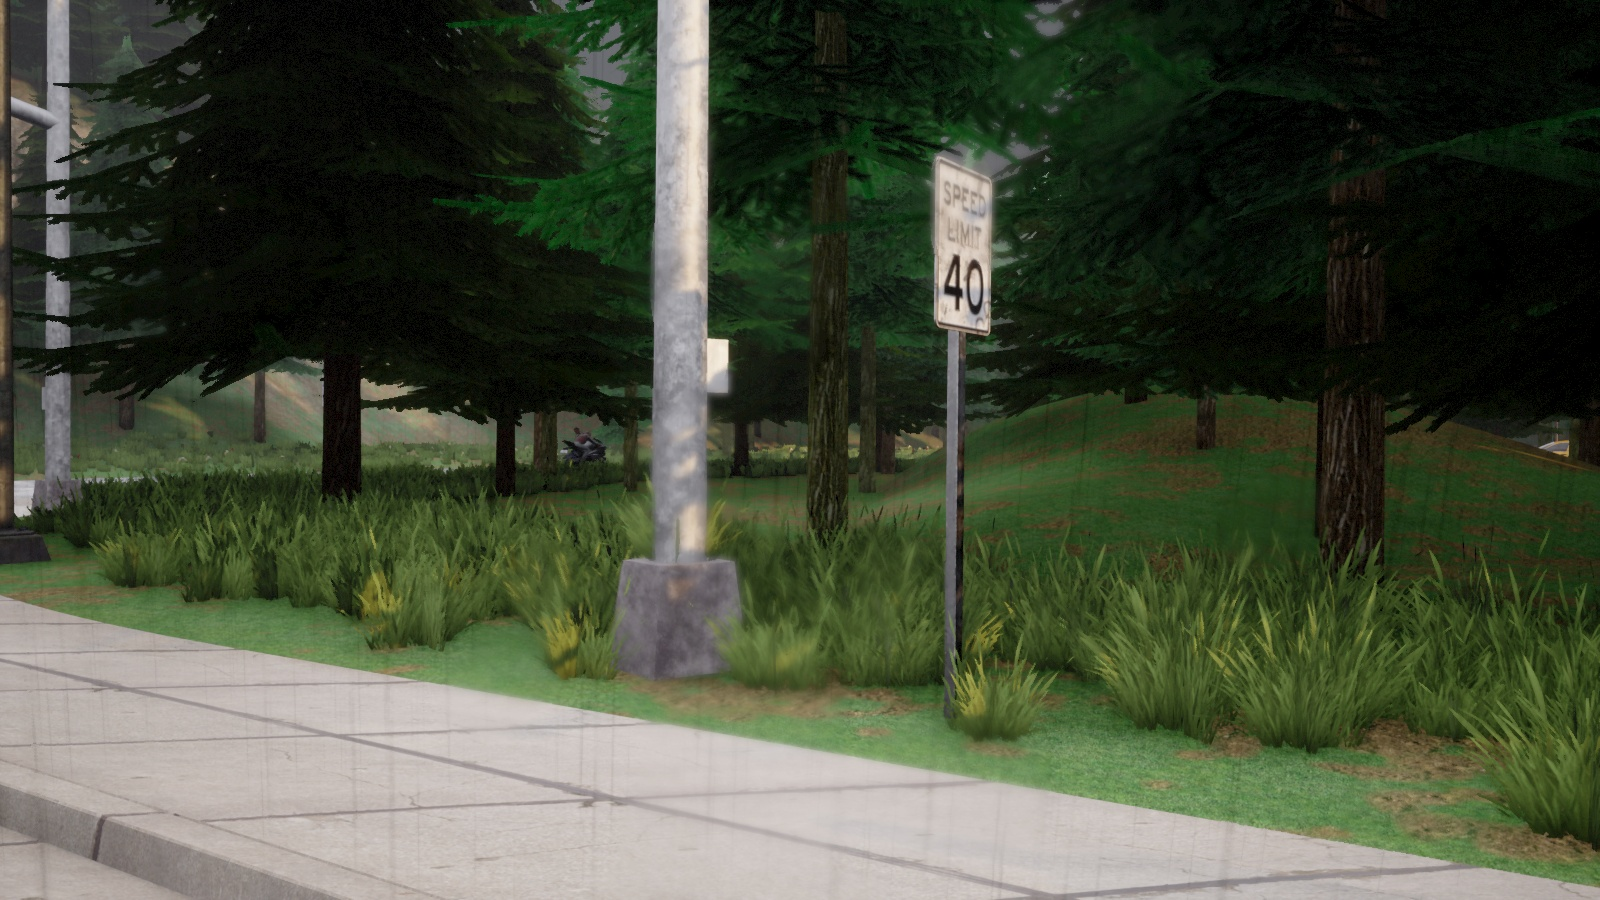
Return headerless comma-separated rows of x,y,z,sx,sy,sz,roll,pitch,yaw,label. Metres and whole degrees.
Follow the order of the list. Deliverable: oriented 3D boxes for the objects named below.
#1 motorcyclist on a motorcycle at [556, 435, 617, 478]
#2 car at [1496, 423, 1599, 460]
-7.737,0.213,45.668,0.866,1.530,2.191,1,1,36,motorcyclist on a motorcycle
33.110,-0.368,54.063,5.366,1.575,1.801,0,1,33,car
